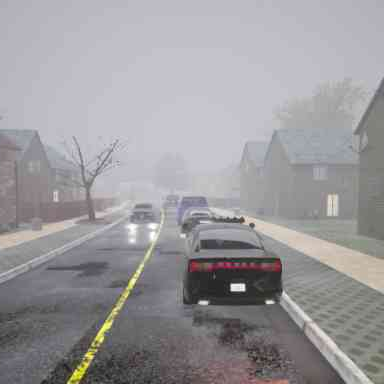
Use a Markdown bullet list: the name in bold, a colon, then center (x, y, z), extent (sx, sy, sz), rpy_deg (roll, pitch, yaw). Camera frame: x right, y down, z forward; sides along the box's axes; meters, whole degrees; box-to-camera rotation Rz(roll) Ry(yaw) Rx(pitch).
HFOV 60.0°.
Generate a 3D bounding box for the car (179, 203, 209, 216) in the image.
- **car**: center (0.354, 1.545, 18.197), extent (1.812, 1.442, 4.674), rpy_deg (0, 0, -3)

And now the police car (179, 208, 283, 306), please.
- **police car**: center (0.721, 1.425, 8.248), extent (1.930, 1.638, 5.238), rpy_deg (0, 0, -1)

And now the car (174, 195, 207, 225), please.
- **car**: center (0.004, 1.263, 24.257), extent (2.150, 2.045, 5.566), rpy_deg (0, 0, -4)

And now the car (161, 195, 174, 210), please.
- **car**: center (-2.682, 1.356, 44.579), extent (2.150, 2.045, 5.566), rpy_deg (0, 0, -7)

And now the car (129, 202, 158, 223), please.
- **car**: center (-3.796, 1.563, 26.403), extent (1.837, 1.490, 4.892), rpy_deg (0, 0, -4)

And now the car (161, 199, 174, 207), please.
- **car**: center (-4.198, 1.814, 56.051), extent (1.895, 1.301, 4.718), rpy_deg (0, 0, -9)
